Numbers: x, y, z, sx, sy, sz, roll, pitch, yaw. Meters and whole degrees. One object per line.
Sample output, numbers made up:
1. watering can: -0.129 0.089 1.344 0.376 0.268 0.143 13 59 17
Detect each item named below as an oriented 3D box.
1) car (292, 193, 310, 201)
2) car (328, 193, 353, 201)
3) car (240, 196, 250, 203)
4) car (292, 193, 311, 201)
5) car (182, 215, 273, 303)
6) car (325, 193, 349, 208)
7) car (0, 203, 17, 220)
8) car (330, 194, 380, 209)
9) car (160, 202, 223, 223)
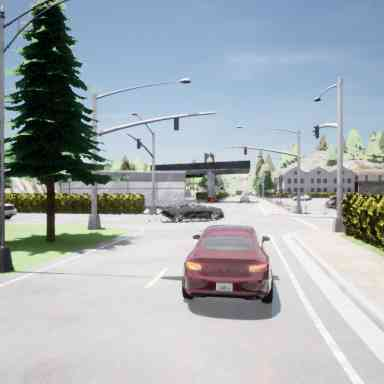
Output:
1. car: 24.846 1.361 75.825 3.806 1.475 1.970 0 0 9
2. car: 33.225 1.097 74.526 4.605 1.855 1.932 0 0 9
3. car: 10.796 1.526 68.022 1.812 1.442 4.674 0 0 10
4. car: 25.973 1.077 79.012 3.866 1.878 1.905 0 0 9
5. car: 0.932 1.526 8.188 1.812 1.442 4.674 0 0 9
6. car: 19.495 1.330 41.988 5.027 1.636 2.152 0 0 9
7. car: -16.813 1.219 26.260 5.566 2.045 2.150 0 0 9
8. car: 19.053 1.340 38.882 4.514 1.523 2.007 0 0 9
9. car: 0.034 1.492 25.479 4.902 1.511 2.128 0 1 -18
